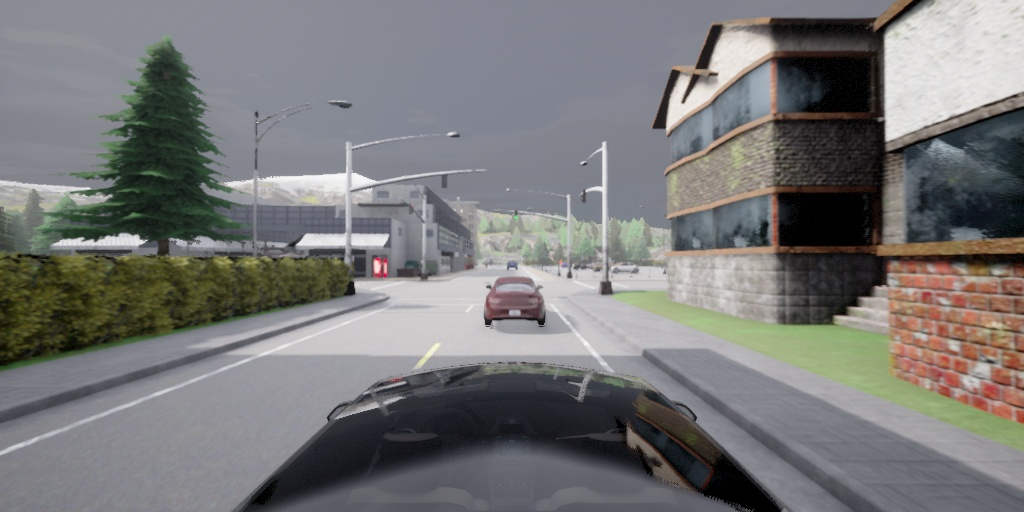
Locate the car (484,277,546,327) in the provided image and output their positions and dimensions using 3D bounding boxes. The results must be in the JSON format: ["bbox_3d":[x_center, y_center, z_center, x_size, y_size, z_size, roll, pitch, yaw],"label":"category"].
[{"bbox_3d":[0.087,1.410,12.054,1.812,1.442,4.674,0,-1,0],"label":"car"}]
